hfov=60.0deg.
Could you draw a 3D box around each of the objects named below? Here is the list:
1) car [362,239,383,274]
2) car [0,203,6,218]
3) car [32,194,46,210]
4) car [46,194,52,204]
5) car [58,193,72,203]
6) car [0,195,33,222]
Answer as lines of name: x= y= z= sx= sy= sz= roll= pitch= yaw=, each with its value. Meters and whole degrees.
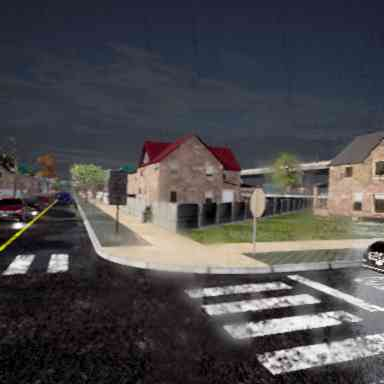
car: x=7.077 y=1.604 z=9.172 sx=4.892 sy=1.490 sz=1.837 roll=1 pitch=0 yaw=-17
car: x=-8.227 y=1.281 z=11.527 sx=2.033 sy=1.411 sz=5.357 roll=2 pitch=0 yaw=-20
car: x=-16.225 y=1.039 z=33.529 sx=2.033 sy=1.411 sz=5.357 roll=2 pitch=0 yaw=-21
car: x=-21.297 y=0.938 z=47.746 sx=1.895 sy=1.301 sz=4.718 roll=2 pitch=0 yaw=-20
car: x=-19.307 y=0.893 z=50.636 sx=1.882 sy=1.535 sz=5.008 roll=2 pitch=0 yaw=-20
car: x=-12.224 y=1.138 z=22.543 sx=1.812 sy=1.442 sz=4.674 roll=2 pitch=0 yaw=-20
